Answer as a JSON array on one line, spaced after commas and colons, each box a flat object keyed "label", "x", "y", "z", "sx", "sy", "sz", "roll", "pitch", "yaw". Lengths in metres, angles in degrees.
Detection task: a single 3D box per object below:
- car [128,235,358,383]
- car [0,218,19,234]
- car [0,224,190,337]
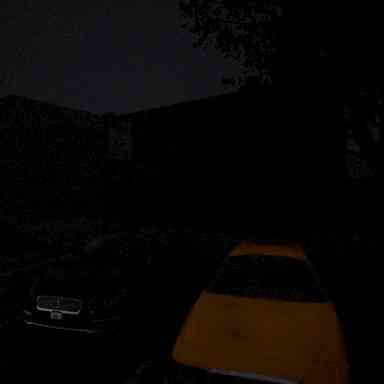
[{"label": "car", "x": 1.153, "y": 1.480, "z": 5.049, "sx": 1.946, "sy": 1.575, "sz": 5.366, "roll": 1, "pitch": -1, "yaw": 16}, {"label": "car", "x": -8.558, "y": 1.528, "z": 12.212, "sx": 2.002, "sy": 1.452, "sz": 4.674, "roll": 1, "pitch": -1, "yaw": 16}, {"label": "car", "x": -1.236, "y": 1.487, "z": 6.978, "sx": 2.231, "sy": 1.521, "sz": 4.892, "roll": 1, "pitch": -1, "yaw": 16}]
